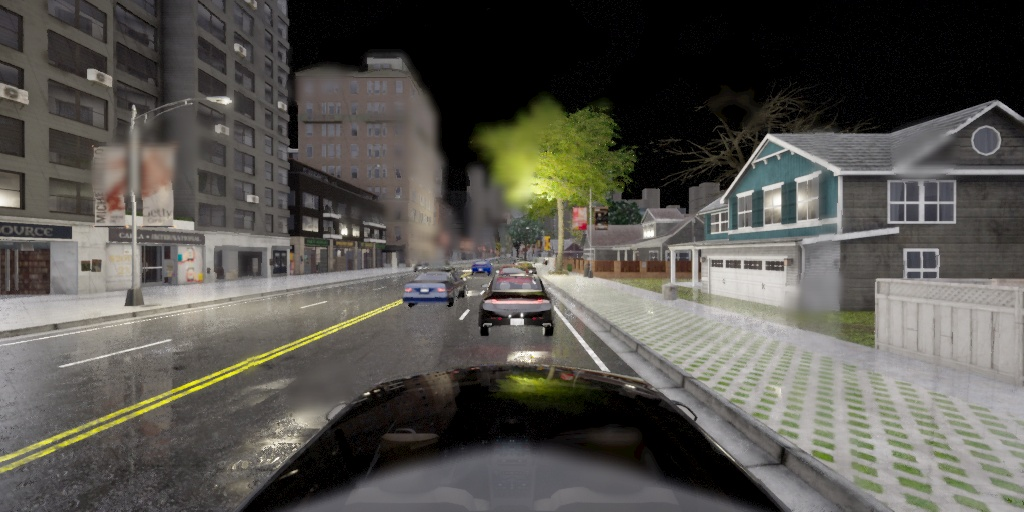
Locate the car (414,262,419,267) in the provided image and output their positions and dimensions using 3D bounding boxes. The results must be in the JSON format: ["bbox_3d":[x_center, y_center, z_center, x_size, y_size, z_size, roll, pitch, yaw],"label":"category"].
[{"bbox_3d":[-9.806,1.208,40.842,2.128,1.511,4.902,0,0,0],"label":"car"}]

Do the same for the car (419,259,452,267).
[{"bbox_3d":[-6.564,1.079,32.506,2.097,1.767,4.553,0,0,0],"label":"car"}]

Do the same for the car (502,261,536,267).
[{"bbox_3d":[0.122,1.219,19.849,1.882,1.535,5.008,0,0,0],"label":"car"}]

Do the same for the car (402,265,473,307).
[{"bbox_3d":[-3.134,1.292,15.437,2.033,1.411,5.357,0,0,0],"label":"car"}]

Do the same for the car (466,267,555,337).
[{"bbox_3d":[0.113,1.239,10.346,2.128,1.511,4.902,0,0,0],"label":"car"}]

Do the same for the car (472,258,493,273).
[{"bbox_3d":[-3.108,1.197,37.883,1.882,1.535,5.008,0,0,0],"label":"car"}]

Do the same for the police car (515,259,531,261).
[{"bbox_3d":[1.008,1.156,29.578,1.930,1.638,5.238,0,0,0],"label":"police car"}]
